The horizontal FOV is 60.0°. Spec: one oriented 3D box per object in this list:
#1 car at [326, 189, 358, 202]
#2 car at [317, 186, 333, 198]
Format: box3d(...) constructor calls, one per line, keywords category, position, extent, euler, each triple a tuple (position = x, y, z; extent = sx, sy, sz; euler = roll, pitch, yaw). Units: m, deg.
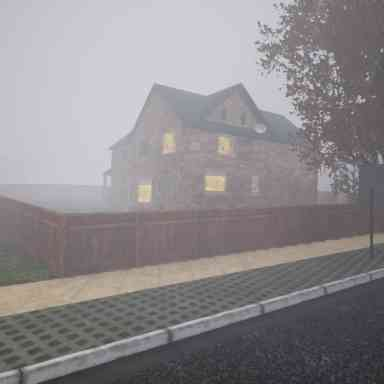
box3d(category="car", position=(19.312, 0.702, 42.375), extent=(1.994, 1.385, 4.181), euler=(1, 2, -4))
box3d(category="car", position=(21.655, 0.110, 52.768), extent=(2.150, 2.045, 5.566), euler=(1, 2, -4))
